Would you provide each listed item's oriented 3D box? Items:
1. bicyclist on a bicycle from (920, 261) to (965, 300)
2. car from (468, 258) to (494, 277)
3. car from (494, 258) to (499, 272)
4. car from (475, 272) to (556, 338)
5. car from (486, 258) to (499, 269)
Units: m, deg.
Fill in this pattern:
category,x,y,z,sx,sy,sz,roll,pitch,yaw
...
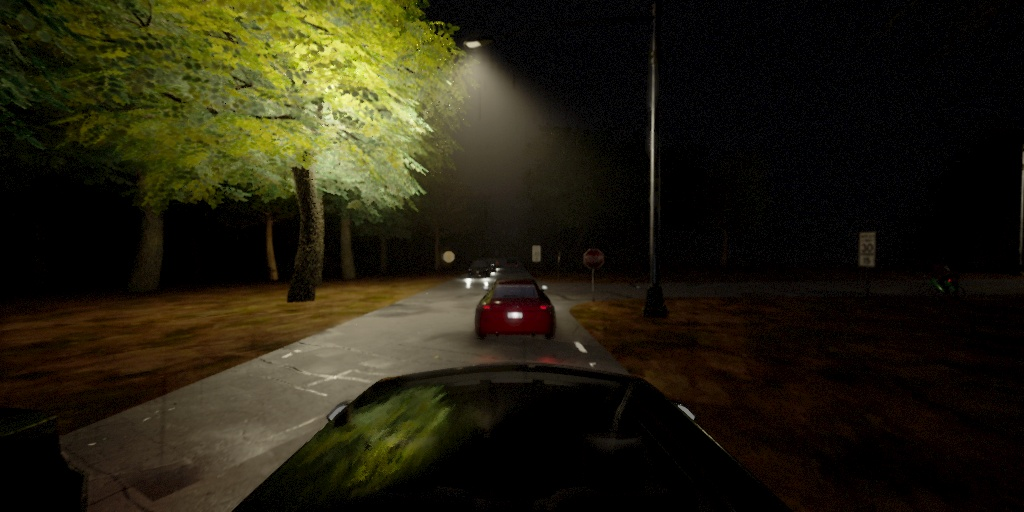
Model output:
category,x,y,z,sx,sy,sz,roll,pitch,yaw
bicyclist on a bicycle,18.542,1.056,15.487,0.582,1.620,1.656,-1,0,0
car,-3.101,1.195,34.794,1.882,1.535,5.008,0,0,0
car,-3.101,1.051,44.595,2.097,1.767,4.553,0,0,0
car,0.092,1.316,10.157,1.994,1.385,4.181,0,0,0
car,-3.092,1.124,57.163,1.882,1.535,5.008,0,0,0
